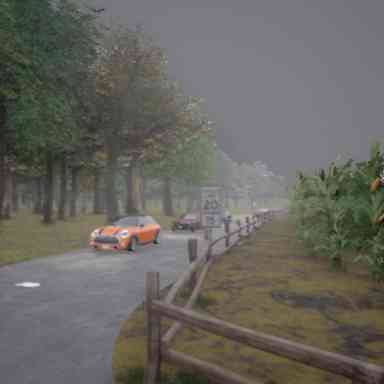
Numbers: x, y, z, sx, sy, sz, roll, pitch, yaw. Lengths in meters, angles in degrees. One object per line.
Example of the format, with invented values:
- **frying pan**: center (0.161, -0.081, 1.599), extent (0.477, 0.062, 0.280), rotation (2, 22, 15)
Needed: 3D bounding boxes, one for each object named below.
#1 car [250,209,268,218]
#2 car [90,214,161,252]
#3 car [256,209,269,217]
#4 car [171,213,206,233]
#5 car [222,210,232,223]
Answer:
- **car**: center (10.431, 3.514, 52.678), extent (1.895, 1.301, 4.718), rotation (0, -2, 17)
- **car**: center (-3.272, 1.966, 17.153), extent (2.097, 1.767, 4.553), rotation (0, -2, 17)
- **car**: center (13.265, 3.868, 62.463), extent (1.895, 1.301, 4.718), rotation (0, -2, 17)
- **car**: center (-0.166, 2.465, 27.522), extent (1.882, 1.535, 5.008), rotation (0, -2, 17)
- **car**: center (3.559, 2.936, 39.871), extent (1.837, 1.490, 4.892), rotation (0, -2, 17)
